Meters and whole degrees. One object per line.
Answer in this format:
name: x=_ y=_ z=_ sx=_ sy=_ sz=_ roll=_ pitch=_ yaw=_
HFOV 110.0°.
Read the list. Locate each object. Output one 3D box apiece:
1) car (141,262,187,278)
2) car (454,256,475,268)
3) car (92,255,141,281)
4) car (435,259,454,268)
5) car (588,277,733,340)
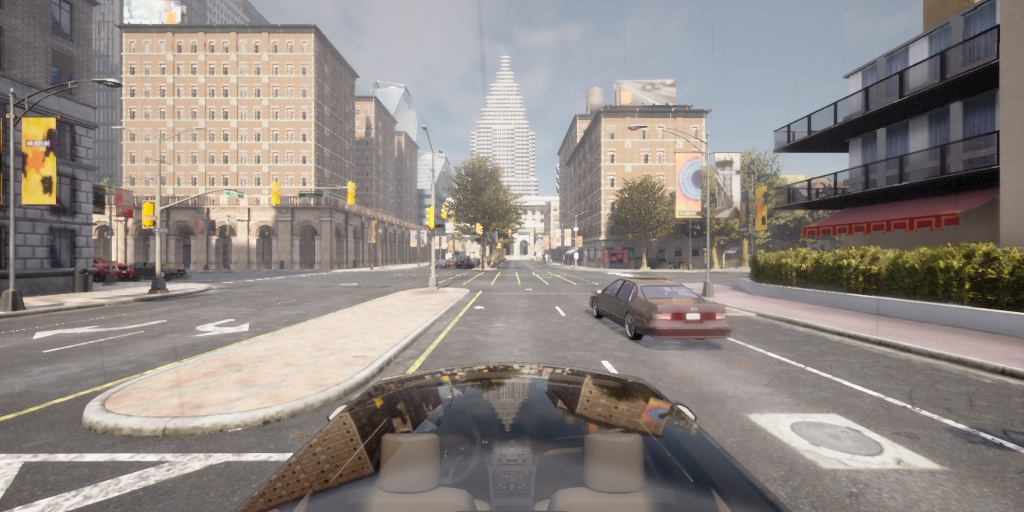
car: x=-32.851 y=1.257 z=32.997 sx=4.892 sy=1.490 sz=1.837 roll=0 pitch=0 yaw=0
car: x=-8.066 y=0.975 z=60.731 sx=2.150 sy=2.045 sz=5.566 roll=0 pitch=0 yaw=0
car: x=-34.650 y=0.973 z=29.470 sx=5.566 sy=2.045 sz=2.150 roll=0 pitch=0 yaw=0
car: x=-11.561 y=1.301 z=60.106 sx=2.033 sy=1.411 sz=5.357 roll=0 pitch=0 yaw=0
car: x=3.633 y=1.298 z=9.921 sx=2.033 sy=1.411 sz=5.357 roll=0 pitch=0 yaw=-3
